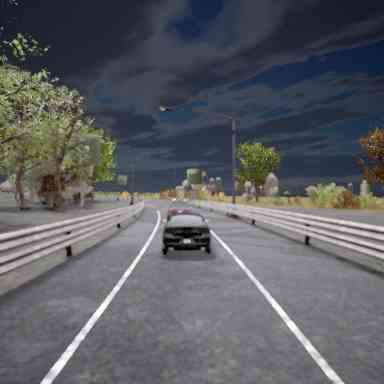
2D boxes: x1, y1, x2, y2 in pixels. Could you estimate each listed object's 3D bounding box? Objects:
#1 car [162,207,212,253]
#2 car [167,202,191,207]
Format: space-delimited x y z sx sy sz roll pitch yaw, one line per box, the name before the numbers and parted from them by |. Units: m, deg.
car | -0.259 1.622 14.360 1.882 1.535 5.008 0 0 -2
car | -1.103 1.631 28.587 2.097 1.767 4.553 0 -1 -4
